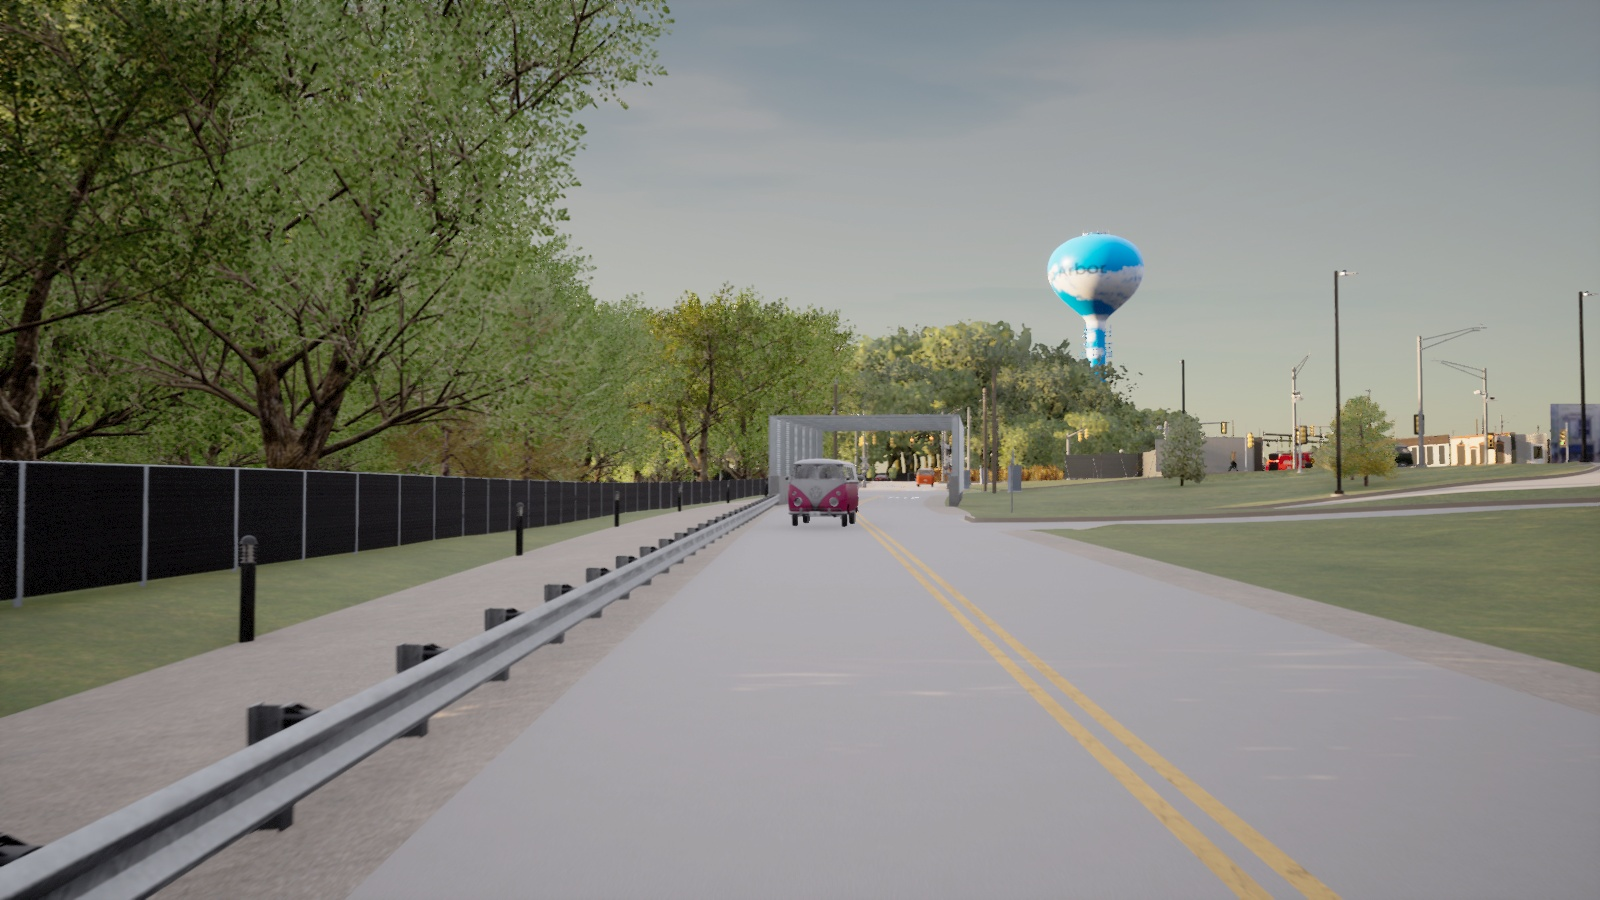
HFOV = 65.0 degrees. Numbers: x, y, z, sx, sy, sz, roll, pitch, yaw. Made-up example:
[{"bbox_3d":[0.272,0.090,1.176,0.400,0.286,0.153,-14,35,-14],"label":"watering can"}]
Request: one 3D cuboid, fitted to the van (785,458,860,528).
[{"bbox_3d":[0.744,1.272,37.822,1.775,1.987,4.442,-1,-2,7],"label":"van"}]
